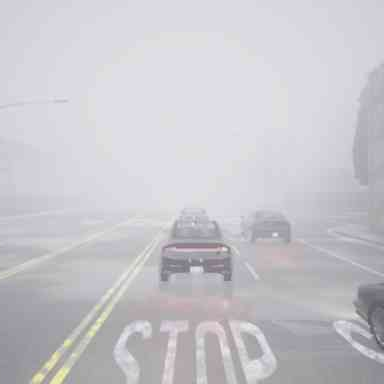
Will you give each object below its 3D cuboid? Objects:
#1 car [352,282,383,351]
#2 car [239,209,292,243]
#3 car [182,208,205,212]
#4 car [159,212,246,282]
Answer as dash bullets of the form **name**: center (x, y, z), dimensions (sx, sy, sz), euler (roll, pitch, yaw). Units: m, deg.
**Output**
- **car**: center (3.600, 1.567, 3.095), dimensions (2.033, 1.411, 5.357), euler (0, 0, 0)
- **car**: center (3.609, 1.621, 16.850), dimensions (1.837, 1.490, 4.892), euler (0, 0, 0)
- **car**: center (0.113, 1.769, 23.833), dimensions (1.895, 1.301, 4.718), euler (0, 0, 0)
- **car**: center (0.106, 1.562, 9.937), dimensions (2.128, 1.511, 4.902), euler (0, -1, 0)
